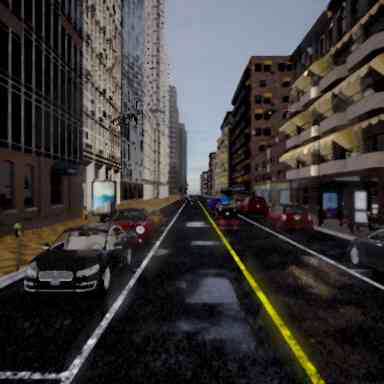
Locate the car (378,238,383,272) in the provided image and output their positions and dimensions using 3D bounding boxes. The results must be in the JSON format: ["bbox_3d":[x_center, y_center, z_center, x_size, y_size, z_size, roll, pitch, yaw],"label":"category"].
[{"bbox_3d":[3.899,1.513,2.810,1.837,1.490,4.892,0,0,0],"label":"car"}]

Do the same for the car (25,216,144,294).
[{"bbox_3d":[-2.680,1.548,8.703,2.008,1.369,4.403,0,0,0],"label":"car"}]

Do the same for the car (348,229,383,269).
[{"bbox_3d":[5.700,1.564,8.691,2.008,1.369,4.403,0,0,0],"label":"car"}]

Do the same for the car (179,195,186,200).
[{"bbox_3d":[-2.551,1.649,93.431,1.802,1.307,4.206,0,0,0],"label":"car"}]

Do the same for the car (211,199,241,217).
[{"bbox_3d":[3.120,1.619,31.454,1.895,1.301,4.718,0,0,0],"label":"car"}]

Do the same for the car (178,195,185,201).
[{"bbox_3d":[-2.560,1.501,87.784,1.967,1.590,4.097,0,0,0],"label":"car"}]

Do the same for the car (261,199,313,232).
[{"bbox_3d":[5.717,1.458,19.987,1.967,1.590,4.097,0,0,0],"label":"car"}]

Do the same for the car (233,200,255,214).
[{"bbox_3d":[5.742,1.608,36.933,1.802,1.307,4.206,0,0,0],"label":"car"}]

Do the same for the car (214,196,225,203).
[{"bbox_3d":[5.795,1.623,70.824,1.947,1.339,4.313,0,0,0],"label":"car"}]

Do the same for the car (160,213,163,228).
[{"bbox_3d":[-2.664,1.527,19.830,1.752,1.417,4.829,0,0,0],"label":"car"}]

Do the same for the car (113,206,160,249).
[{"bbox_3d":[-2.672,1.439,14.352,1.967,1.590,4.097,0,0,0],"label":"car"}]

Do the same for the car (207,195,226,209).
[{"bbox_3d":[3.093,1.503,45.066,1.882,1.535,5.008,0,0,1],"label":"car"}]

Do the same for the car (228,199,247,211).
[{"bbox_3d":[5.751,1.611,42.582,1.802,1.307,4.206,0,0,0],"label":"car"}]

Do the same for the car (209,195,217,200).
[{"bbox_3d":[5.829,1.628,93.418,1.887,1.381,4.507,0,0,0],"label":"car"}]

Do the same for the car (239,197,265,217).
[{"bbox_3d":[5.735,1.338,31.285,2.192,1.841,5.009,0,0,0],"label":"car"}]

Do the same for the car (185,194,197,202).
[{"bbox_3d":[0.114,1.405,77.255,2.097,1.767,4.553,0,0,0],"label":"car"}]
